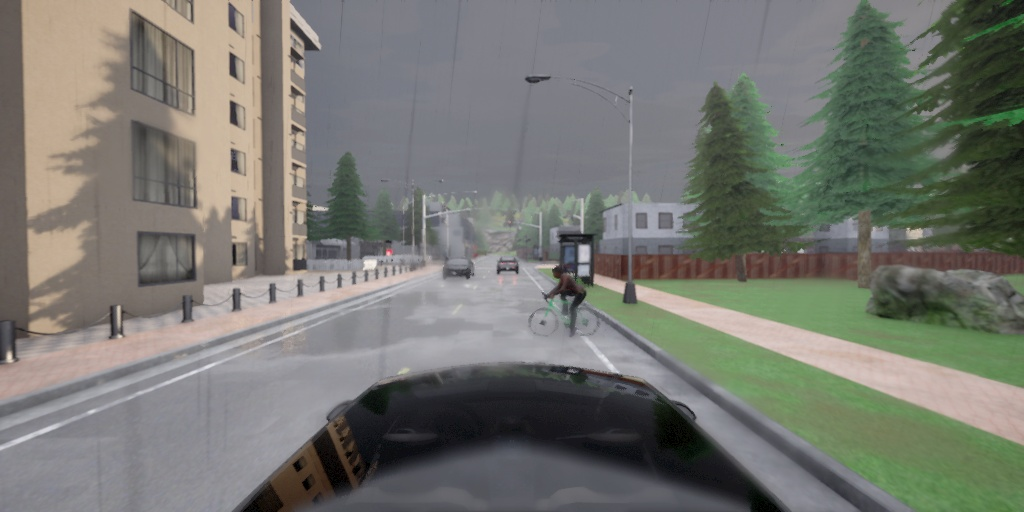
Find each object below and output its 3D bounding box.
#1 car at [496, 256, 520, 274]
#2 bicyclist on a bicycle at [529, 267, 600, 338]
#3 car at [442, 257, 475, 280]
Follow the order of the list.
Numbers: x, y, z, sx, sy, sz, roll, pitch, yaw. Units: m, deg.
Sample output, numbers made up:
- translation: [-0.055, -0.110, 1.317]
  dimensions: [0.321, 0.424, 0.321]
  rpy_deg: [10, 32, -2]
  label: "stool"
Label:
- translation: [-0.350, 0.754, 31.075]
  dimensions: [2.128, 1.511, 4.902]
  rpy_deg: [0, 1, 0]
  label: "car"
- translation: [1.209, 1.069, 8.252]
  dimensions: [1.656, 1.620, 0.582]
  rpy_deg: [0, 1, -1]
  label: "bicyclist on a bicycle"
- translation: [-3.818, 0.848, 26.184]
  dimensions: [1.882, 1.535, 5.008]
  rpy_deg: [0, 1, -1]
  label: "car"
